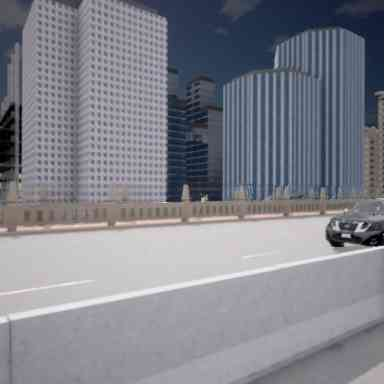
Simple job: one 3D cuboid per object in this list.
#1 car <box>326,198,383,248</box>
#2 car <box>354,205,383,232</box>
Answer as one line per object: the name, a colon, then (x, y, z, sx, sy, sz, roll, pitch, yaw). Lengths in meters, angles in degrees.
car: (7.975, 1.282, 13.971, 5.566, 2.045, 2.150, 0, 0, -35)
car: (12.629, 1.620, 21.585, 4.674, 1.442, 1.812, 0, 0, -35)
